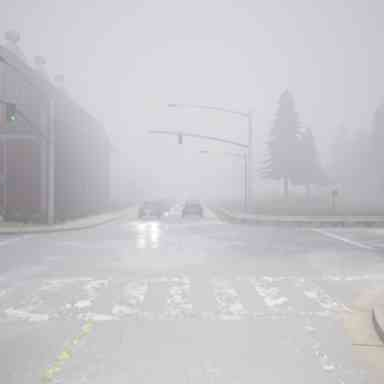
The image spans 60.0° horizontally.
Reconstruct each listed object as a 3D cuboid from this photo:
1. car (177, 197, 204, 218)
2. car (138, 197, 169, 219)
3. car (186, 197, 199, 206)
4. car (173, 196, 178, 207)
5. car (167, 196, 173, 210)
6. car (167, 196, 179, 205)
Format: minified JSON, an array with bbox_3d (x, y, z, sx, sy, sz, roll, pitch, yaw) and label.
[{"bbox_3d":[0.033,1.488,30.411,2.128,1.511,4.902,0,0,0],"label":"car"},{"bbox_3d":[-3.568,1.488,29.596,2.128,1.511,4.902,0,0,0],"label":"car"},{"bbox_3d":[0.062,1.541,55.877,2.033,1.411,5.357,0,0,0],"label":"car"},{"bbox_3d":[-3.539,1.520,49.332,1.812,1.442,4.674,0,0,0],"label":"car"},{"bbox_3d":[-3.555,1.500,39.067,1.837,1.490,4.892,0,0,0],"label":"car"},{"bbox_3d":[-3.480,1.470,60.508,1.882,1.535,5.008,0,0,1],"label":"car"}]
